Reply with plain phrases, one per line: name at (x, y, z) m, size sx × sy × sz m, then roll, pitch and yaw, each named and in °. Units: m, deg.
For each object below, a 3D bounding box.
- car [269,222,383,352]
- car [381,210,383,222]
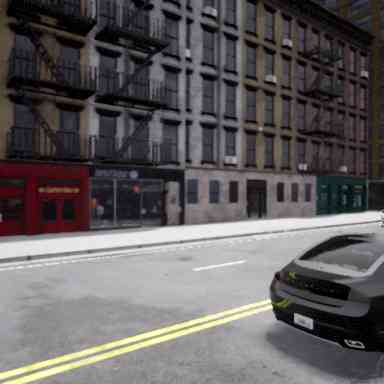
car at (3.481, 1.503, 5.920) m, size 4.892 × 1.490 × 1.837 m, roll 0°, pitch 0°, yaw -35°
car at (14.862, 1.244, 22.139) m, size 5.566 × 2.045 × 2.150 m, roll 0°, pitch 0°, yaw -35°
